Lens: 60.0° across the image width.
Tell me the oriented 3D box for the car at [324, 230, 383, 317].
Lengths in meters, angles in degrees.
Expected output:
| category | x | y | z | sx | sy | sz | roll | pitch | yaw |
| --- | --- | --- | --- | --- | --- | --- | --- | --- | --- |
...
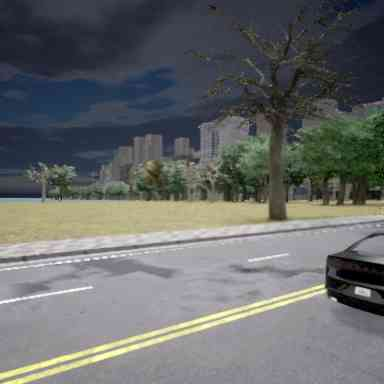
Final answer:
| category | x | y | z | sx | sy | sz | roll | pitch | yaw |
| --- | --- | --- | --- | --- | --- | --- | --- | --- | --- |
| car | 4.801 | 1.482 | 6.867 | 5.008 | 1.535 | 1.882 | 0 | 0 | -36 |
